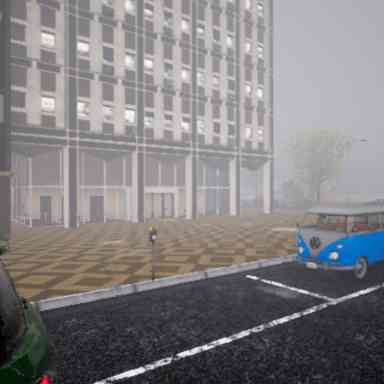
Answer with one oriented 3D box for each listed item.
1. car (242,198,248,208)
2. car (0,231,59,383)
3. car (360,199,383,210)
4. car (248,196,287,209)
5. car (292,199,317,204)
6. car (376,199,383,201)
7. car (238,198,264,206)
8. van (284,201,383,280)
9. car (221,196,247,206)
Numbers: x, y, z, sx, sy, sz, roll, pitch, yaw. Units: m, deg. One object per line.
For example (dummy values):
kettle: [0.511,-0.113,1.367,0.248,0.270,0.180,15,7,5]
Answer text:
car: [7.498,1.753,50.323,1.947,1.339,4.313,-1,0,-36]
car: [-3.231,1.236,0.767,5.566,2.045,2.150,0,0,-35]
car: [23.695,1.543,41.726,1.802,1.307,4.206,-1,0,-36]
car: [10.714,1.435,45.808,2.192,1.841,5.009,-1,0,-36]
car: [17.155,1.677,50.675,1.802,1.307,4.206,-1,0,-36]
car: [23.768,1.416,37.052,2.128,1.511,4.902,0,-1,-36]
car: [10.571,1.781,59.589,2.008,1.369,4.403,-1,0,-36]
van: [4.676,1.282,9.460,3.998,1.788,1.690,0,0,-35]
car: [7.432,1.612,59.601,2.097,1.767,4.553,0,-1,-36]
